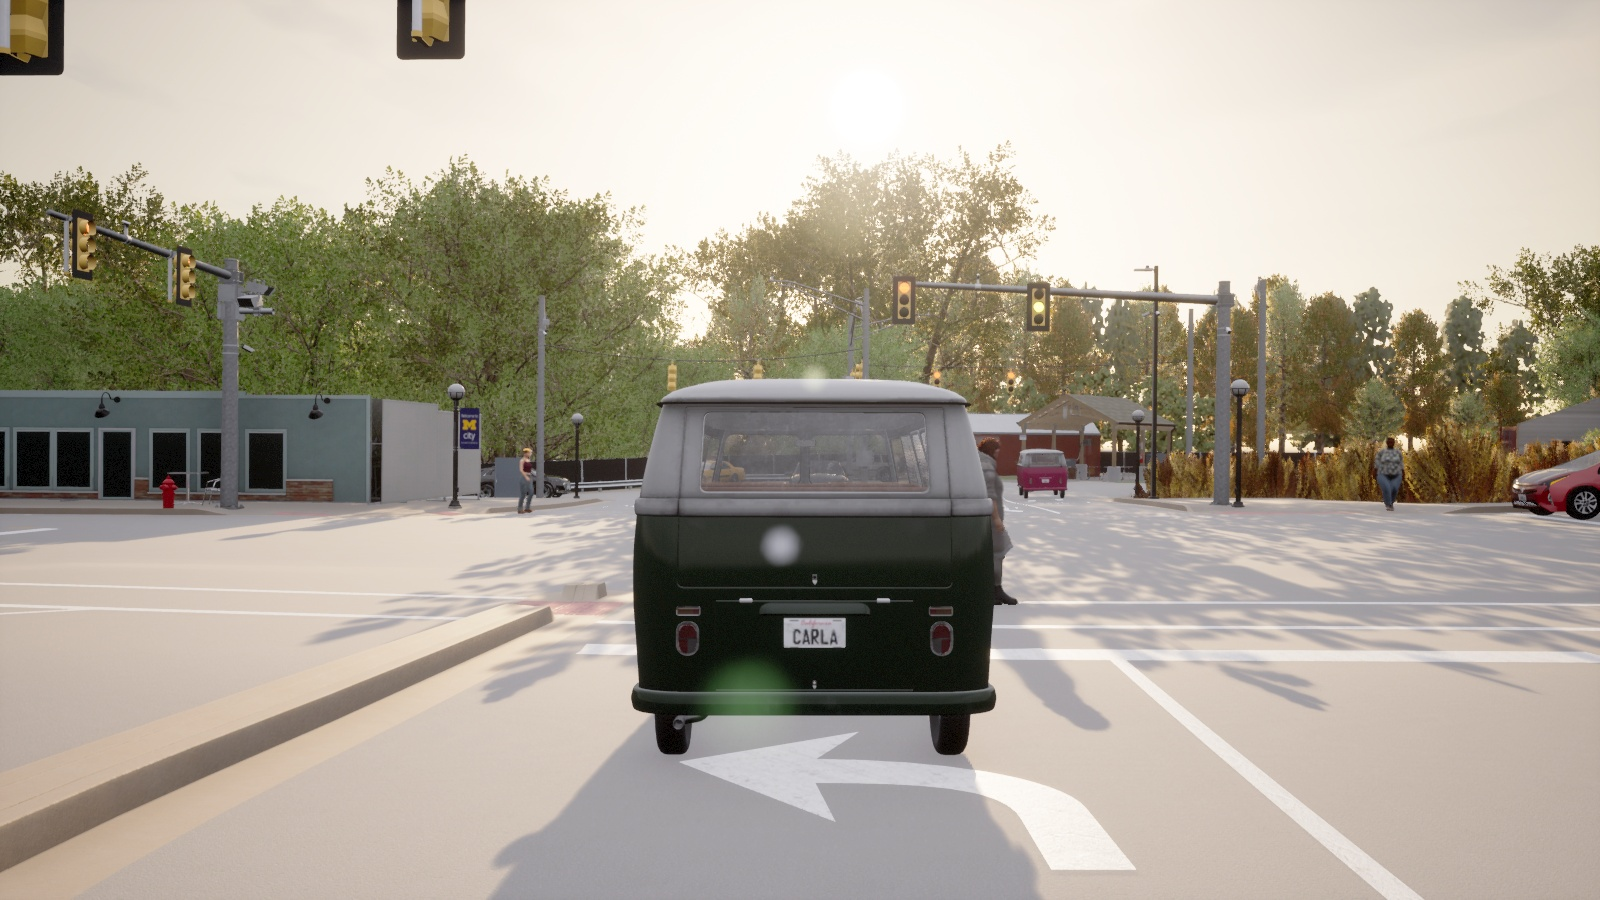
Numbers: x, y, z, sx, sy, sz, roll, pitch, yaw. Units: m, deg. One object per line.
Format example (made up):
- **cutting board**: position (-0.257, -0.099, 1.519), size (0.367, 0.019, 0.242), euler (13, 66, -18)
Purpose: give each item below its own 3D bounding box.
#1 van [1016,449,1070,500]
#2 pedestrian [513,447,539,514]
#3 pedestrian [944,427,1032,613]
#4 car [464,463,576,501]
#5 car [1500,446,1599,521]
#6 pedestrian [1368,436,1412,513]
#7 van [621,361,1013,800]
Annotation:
- **van**: position (10.011, 0.969, 52.071), size (1.775, 1.987, 4.442), euler (-1, 0, 6)
- **pedestrian**: position (-7.635, 0.841, 35.004), size (0.594, 1.836, 0.345), euler (1, 0, 28)
- **pedestrian**: position (2.029, 0.741, 13.636), size (0.873, 1.952, 0.659), euler (1, 0, 4)
- **car**: position (-13.511, 1.533, 60.747), size (4.856, 1.649, 2.033), euler (-1, 1, 8)
- **car**: position (17.983, 0.673, 27.175), size (4.514, 1.525, 2.007), euler (-1, 0, 4)
- **pedestrian**: position (14.406, 0.589, 30.685), size (0.874, 1.855, 0.900), euler (1, 0, 21)
- **van**: position (0.063, 0.631, 7.930), size (1.775, 1.987, 4.442), euler (0, -1, 0)
